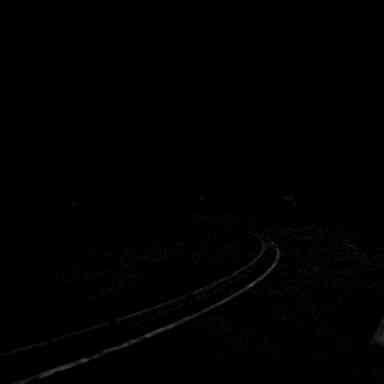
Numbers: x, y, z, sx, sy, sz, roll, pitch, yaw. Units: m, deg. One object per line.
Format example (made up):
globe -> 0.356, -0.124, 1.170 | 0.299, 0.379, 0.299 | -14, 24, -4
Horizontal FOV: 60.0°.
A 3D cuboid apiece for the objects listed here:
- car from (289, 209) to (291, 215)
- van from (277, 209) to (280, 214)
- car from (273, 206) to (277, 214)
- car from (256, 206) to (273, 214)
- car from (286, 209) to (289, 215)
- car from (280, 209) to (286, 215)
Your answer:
car -> 25.093, 5.599, 91.307 | 2.185, 1.767, 4.553 | 0, -4, 22
van -> 16.986, 3.989, 70.834 | 1.878, 1.987, 4.442 | 0, -4, 22
car -> 14.922, 3.859, 65.611 | 2.163, 1.488, 4.792 | 0, -4, 22
car -> 12.919, 3.494, 60.505 | 2.002, 1.452, 4.674 | 1, -3, 22
car -> 23.063, 5.221, 86.181 | 2.185, 1.767, 4.553 | 0, -4, 22
car -> 20.996, 5.002, 80.956 | 2.002, 1.452, 4.674 | 0, -4, 22
